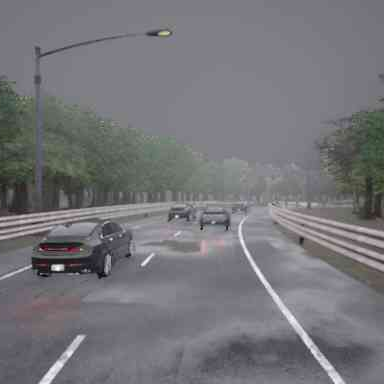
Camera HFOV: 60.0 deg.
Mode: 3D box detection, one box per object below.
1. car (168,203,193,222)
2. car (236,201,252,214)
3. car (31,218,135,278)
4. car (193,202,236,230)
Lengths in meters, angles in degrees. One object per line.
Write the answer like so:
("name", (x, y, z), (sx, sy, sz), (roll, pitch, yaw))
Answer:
("car", (-0.739, 1.705, 28.702), (1.837, 1.490, 4.892), (0, -1, 11))
("car", (6.205, 1.870, 41.342), (1.837, 1.490, 4.892), (0, -1, 18))
("car", (-3.106, 1.580, 10.394), (1.837, 1.490, 4.892), (-1, 0, 3))
("car", (1.629, 1.616, 22.073), (2.128, 1.511, 4.902), (0, 0, 9))
